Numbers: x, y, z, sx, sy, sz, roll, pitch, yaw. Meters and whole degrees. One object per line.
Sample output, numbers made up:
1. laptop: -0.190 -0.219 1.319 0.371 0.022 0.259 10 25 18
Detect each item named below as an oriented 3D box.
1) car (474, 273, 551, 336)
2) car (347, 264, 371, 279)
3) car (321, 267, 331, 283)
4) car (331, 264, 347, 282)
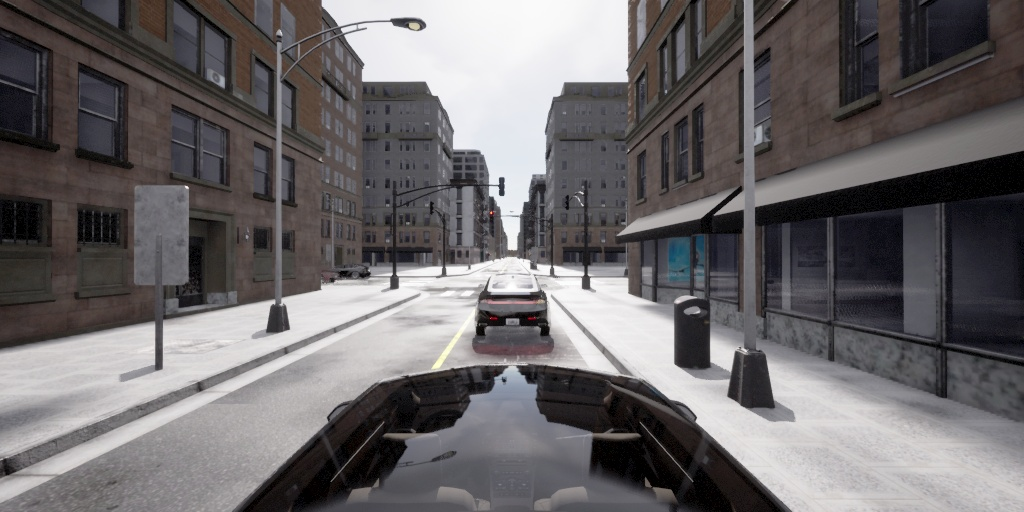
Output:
1. car: 0.025 1.242 10.362 2.128 1.511 4.902 0 0 0
2. car: -14.676 1.330 31.579 4.313 1.339 1.948 0 0 0
3. car: -14.706 1.289 23.552 4.313 1.339 1.948 0 0 0
4. car: -14.734 1.300 26.096 4.181 1.385 1.994 0 0 0
